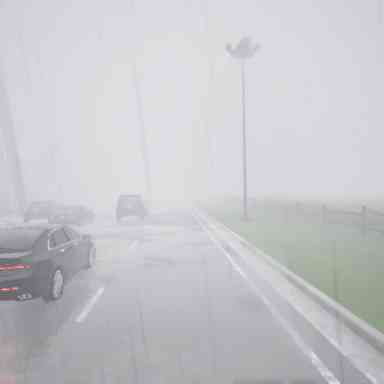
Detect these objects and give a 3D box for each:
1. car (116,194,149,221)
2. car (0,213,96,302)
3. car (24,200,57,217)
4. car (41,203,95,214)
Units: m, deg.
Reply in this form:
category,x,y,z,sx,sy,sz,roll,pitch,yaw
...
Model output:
category,x,y,z,sx,sy,sz,roll,pitch,yaw
car,-4.856,1.187,27.453,2.150,2.045,5.566,-1,0,-3
car,-3.778,1.534,8.253,1.837,1.490,4.892,-1,0,-3
car,-11.849,1.440,27.205,2.097,1.767,4.553,-1,0,-3
car,-8.101,1.589,22.903,2.033,1.411,5.357,-1,0,-3
